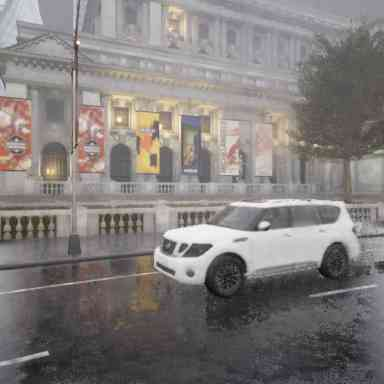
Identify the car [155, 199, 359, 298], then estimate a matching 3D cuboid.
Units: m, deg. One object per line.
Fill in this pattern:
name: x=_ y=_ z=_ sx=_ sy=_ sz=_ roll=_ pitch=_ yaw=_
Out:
car: x=1.840 y=1.222 z=8.713 sx=5.566 sy=2.045 sz=2.150 roll=0 pitch=0 yaw=-26
